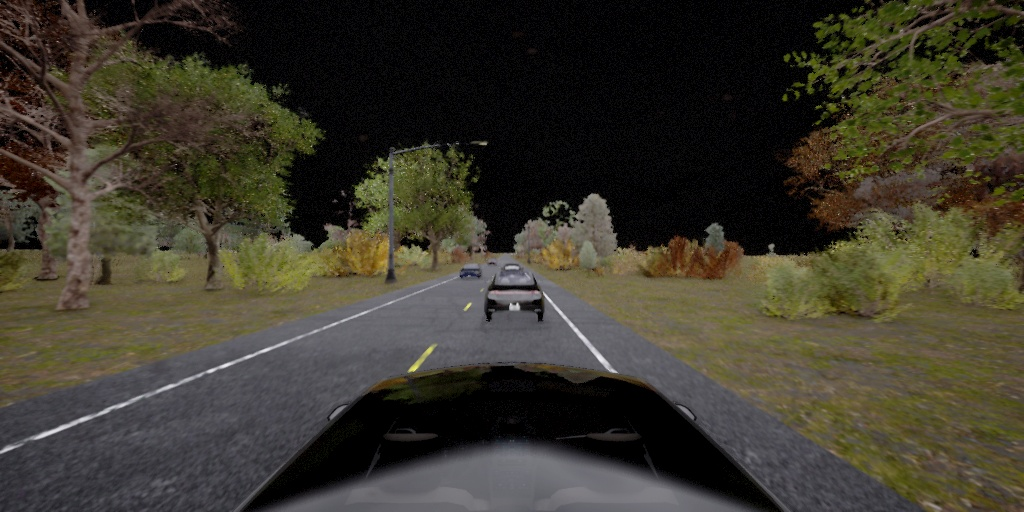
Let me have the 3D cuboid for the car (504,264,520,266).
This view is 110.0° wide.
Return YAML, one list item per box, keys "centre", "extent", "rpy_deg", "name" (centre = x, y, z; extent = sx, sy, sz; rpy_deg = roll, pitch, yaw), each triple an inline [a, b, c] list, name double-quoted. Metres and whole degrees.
- centre: [0.010, 1.341, 29.011]
  extent: [1.812, 1.442, 4.674]
  rpy_deg: [0, 0, 0]
  name: "car"

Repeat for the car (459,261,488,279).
- centre: [-3.709, 1.371, 33.453]
  extent: [2.033, 1.411, 5.357]
  rpy_deg: [0, 0, 0]
  name: "car"

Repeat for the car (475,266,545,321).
- centre: [0.075, 1.269, 12.610]
  extent: [2.128, 1.511, 4.902]
  rpy_deg: [0, 0, 0]
  name: "car"
